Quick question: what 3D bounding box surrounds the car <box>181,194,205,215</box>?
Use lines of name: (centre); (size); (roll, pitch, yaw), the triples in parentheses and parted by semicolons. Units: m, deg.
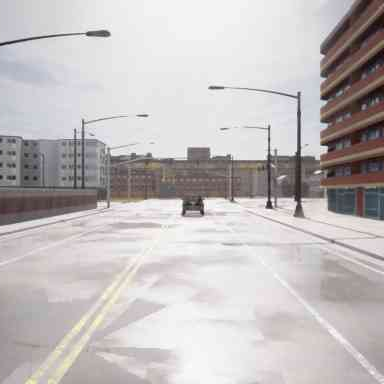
car: (0.109, 1.222, 34.068); (2.150, 2.045, 5.566); (0, 0, 0)
